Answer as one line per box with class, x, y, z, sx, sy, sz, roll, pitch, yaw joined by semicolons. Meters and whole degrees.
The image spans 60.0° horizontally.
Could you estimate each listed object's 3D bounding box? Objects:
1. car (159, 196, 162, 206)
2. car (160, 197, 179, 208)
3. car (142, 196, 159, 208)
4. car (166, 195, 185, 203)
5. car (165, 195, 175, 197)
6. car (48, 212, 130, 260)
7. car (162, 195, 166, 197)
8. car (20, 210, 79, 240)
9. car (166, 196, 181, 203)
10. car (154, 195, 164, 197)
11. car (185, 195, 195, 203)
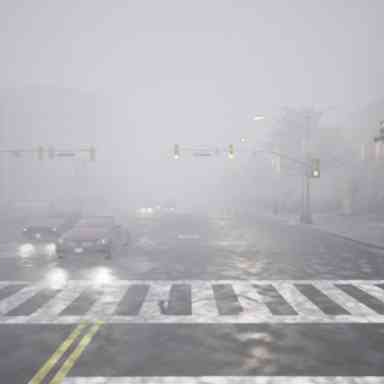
car;-7.193;2.033;64.802;1.895;1.301;4.718;0;0;0
car;-3.679;1.919;55.610;2.033;1.411;5.357;0;0;0
car;-7.175;1.860;55.137;2.128;1.511;4.902;0;0;0
car;-4.348;1.927;85.691;2.097;1.767;4.553;0;0;-29
car;-4.530;2.058;75.677;1.994;1.385;4.181;0;0;-11
car;-3.617;1.613;12.943;1.812;1.442;4.674;0;0;0
car;-9.764;1.802;94.014;2.150;2.045;5.566;0;-1;-43
car;-7.122;1.667;18.063;2.033;1.411;5.357;0;0;0
car;-3.692;2.003;65.703;1.994;1.385;4.181;0;0;0
car;-8.044;2.028;75.350;1.812;1.442;4.674;0;0;-11
car;-1.305;1.808;87.397;2.150;2.045;5.566;0;0;-29
